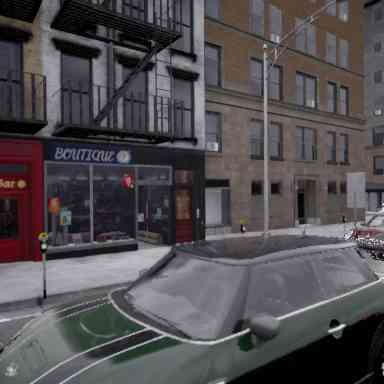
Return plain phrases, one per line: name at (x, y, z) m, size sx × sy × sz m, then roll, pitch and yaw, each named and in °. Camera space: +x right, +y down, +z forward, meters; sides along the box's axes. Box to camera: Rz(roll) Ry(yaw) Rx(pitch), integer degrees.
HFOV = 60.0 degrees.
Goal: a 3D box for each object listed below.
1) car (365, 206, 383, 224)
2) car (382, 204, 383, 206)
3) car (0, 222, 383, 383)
car at (7.043, 1.442, 11.592) m, size 4.097 × 1.590 × 1.967 m, roll 0°, pitch -1°, yaw -36°
car at (17.763, 1.342, 25.795) m, size 2.150 × 2.045 × 5.566 m, roll -1°, pitch 0°, yaw -31°
car at (0.348, 1.352, 3.631) m, size 4.553 × 1.767 × 2.097 m, roll 0°, pitch 0°, yaw -36°
